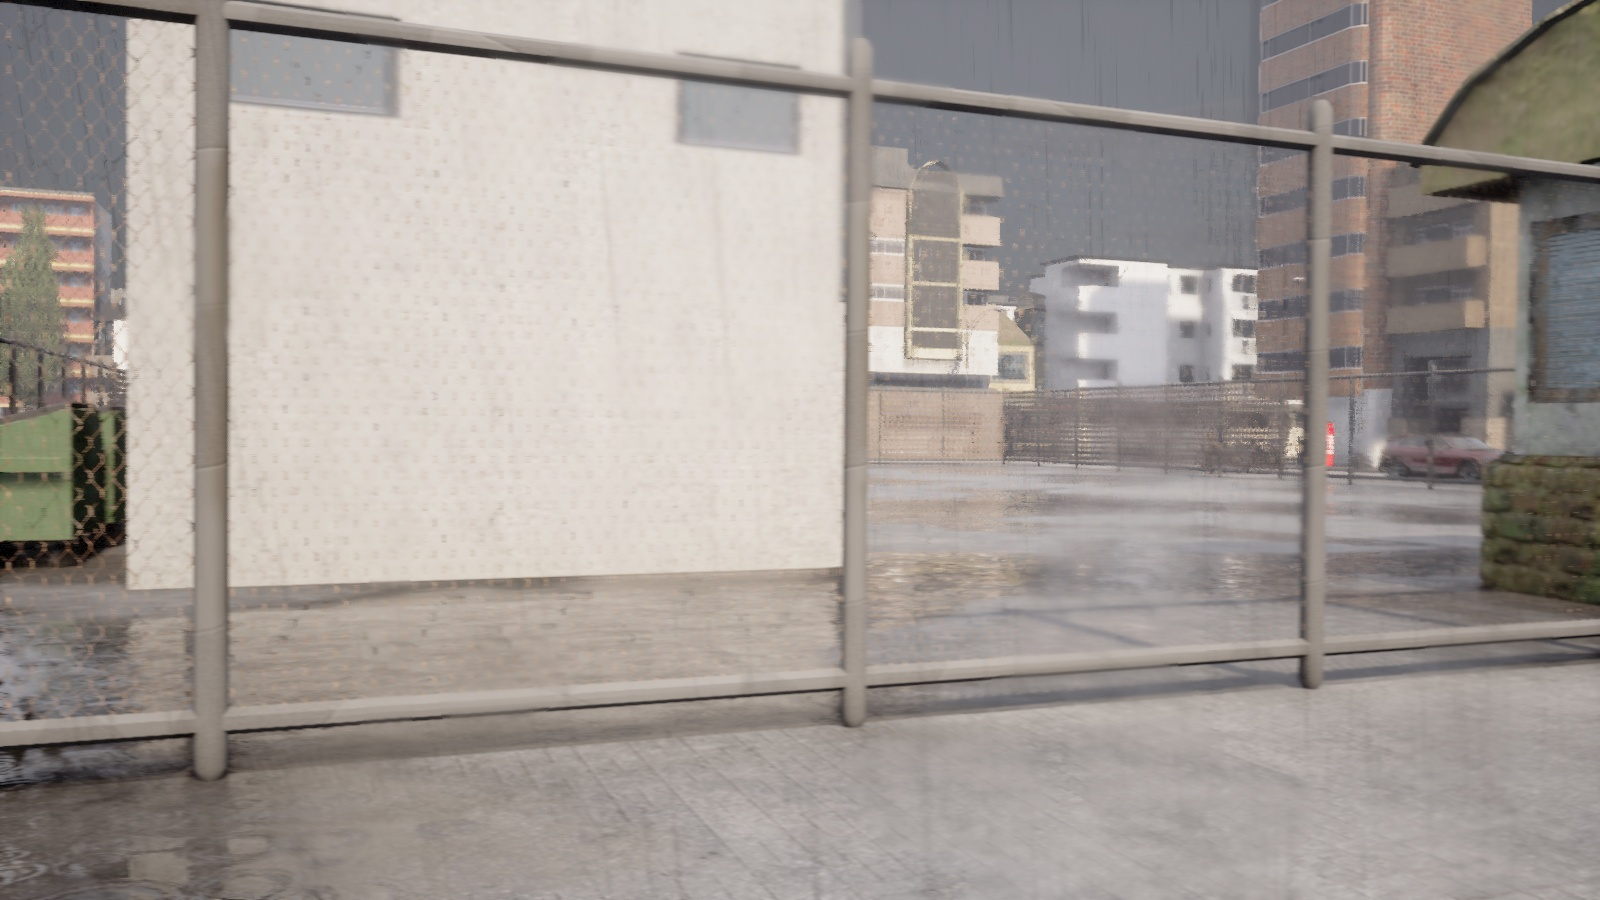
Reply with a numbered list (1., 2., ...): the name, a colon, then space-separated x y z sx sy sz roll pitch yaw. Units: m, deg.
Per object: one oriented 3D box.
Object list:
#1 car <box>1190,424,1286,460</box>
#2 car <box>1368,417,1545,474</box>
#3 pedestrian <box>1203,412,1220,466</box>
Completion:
1. car: 19.058 -0.370 54.757 1.970 1.475 3.806 -1 1 -21
2. car: 20.567 -0.172 39.614 2.033 1.649 4.856 -1 1 -20
3. pedestrian: 14.239 -0.381 43.416 0.331 1.846 0.634 -1 1 -5
